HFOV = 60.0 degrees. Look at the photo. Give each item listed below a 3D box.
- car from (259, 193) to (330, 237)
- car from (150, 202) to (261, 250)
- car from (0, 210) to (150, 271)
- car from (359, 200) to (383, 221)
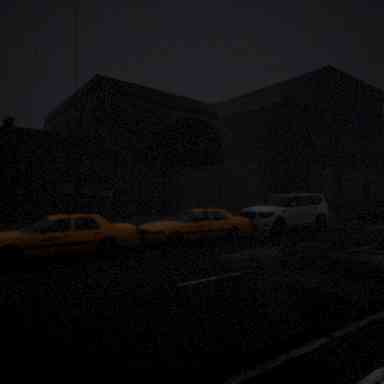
[{"bbox_3d":[4.912,1.082,17.392,5.566,2.045,2.435,0,0,-36],"label":"car"},{"bbox_3d":[0.186,1.362,14.018,5.366,1.575,1.946,0,0,-36],"label":"car"},{"bbox_3d":[-4.309,1.393,10.806,5.366,1.575,1.946,0,0,-36],"label":"car"},{"bbox_3d":[13.897,1.301,23.821,4.792,1.488,2.163,0,0,-35],"label":"car"}]
